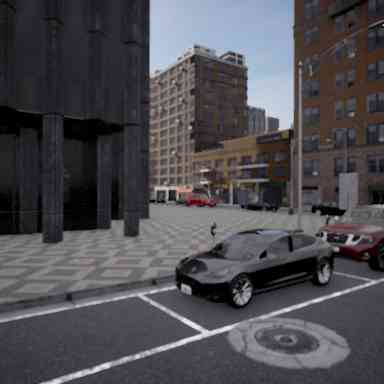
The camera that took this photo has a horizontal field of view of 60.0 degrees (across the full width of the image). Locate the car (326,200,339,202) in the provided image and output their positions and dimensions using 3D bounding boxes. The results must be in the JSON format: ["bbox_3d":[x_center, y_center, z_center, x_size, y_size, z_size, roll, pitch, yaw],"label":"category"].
[{"bbox_3d":[13.576,1.575,30.972,1.882,1.535,5.008,0,0,-34],"label":"car"}]

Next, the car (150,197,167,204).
[{"bbox_3d":[-6.974,1.672,66.090,1.895,1.301,4.718,0,0,-35],"label":"car"}]

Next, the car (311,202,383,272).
[{"bbox_3d":[6.245,1.370,11.241,5.009,1.841,2.192,0,0,-36],"label":"car"}]

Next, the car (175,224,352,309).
[{"bbox_3d":[1.657,1.594,7.958,4.313,1.339,1.947,0,0,-36],"label":"car"}]

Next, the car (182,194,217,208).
[{"bbox_3d":[1.281,1.322,48.755,2.150,2.045,5.566,0,0,-35],"label":"car"}]

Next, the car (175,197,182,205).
[{"bbox_3d":[-1.117,1.591,57.727,2.128,1.511,4.902,0,0,-34],"label":"car"}]

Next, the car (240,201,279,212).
[{"bbox_3d":[7.936,1.700,39.121,1.895,1.301,4.718,0,0,-35],"label":"car"}]
